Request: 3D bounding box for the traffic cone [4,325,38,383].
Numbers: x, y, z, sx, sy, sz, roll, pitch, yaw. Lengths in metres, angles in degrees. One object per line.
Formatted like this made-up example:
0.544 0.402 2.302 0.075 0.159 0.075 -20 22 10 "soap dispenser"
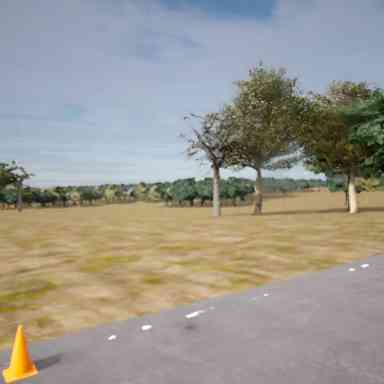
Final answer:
-2.142 1.970 4.165 0.340 0.580 0.340 0 0 -36 "traffic cone"
